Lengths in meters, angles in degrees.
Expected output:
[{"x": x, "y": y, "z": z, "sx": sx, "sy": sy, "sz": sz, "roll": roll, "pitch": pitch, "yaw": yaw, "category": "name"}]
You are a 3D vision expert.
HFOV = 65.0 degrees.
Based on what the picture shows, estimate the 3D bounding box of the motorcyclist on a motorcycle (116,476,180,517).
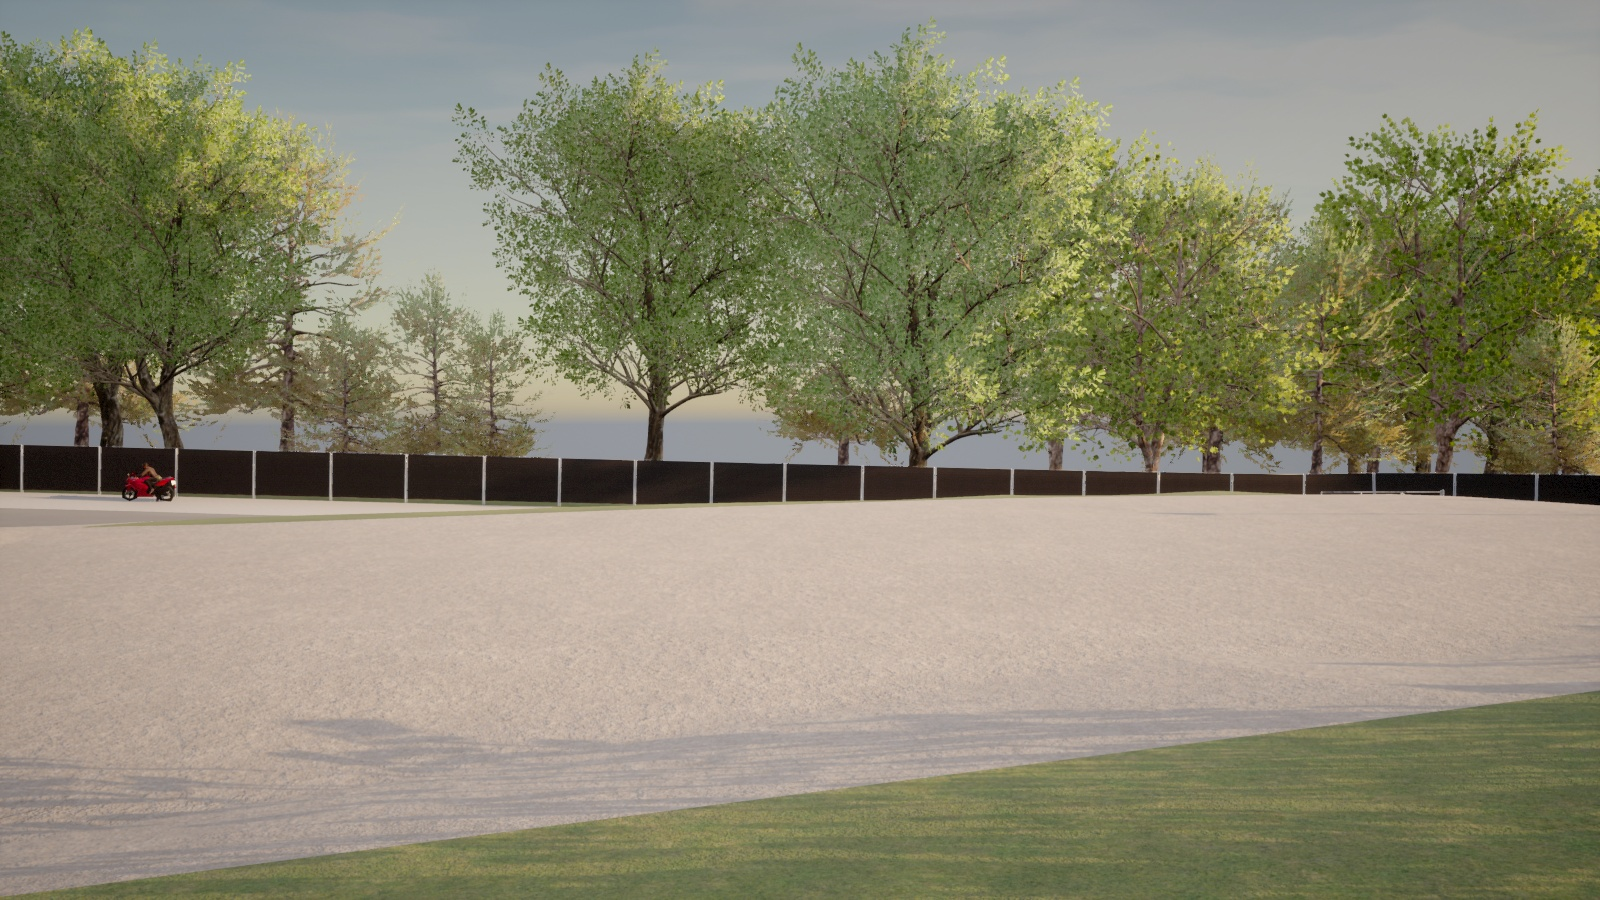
[{"x": -25.090, "y": 1.778, "z": 48.363, "sx": 2.044, "sy": 1.523, "sz": 0.797, "roll": 0, "pitch": 1, "yaw": -2, "category": "motorcyclist on a motorcycle"}]
